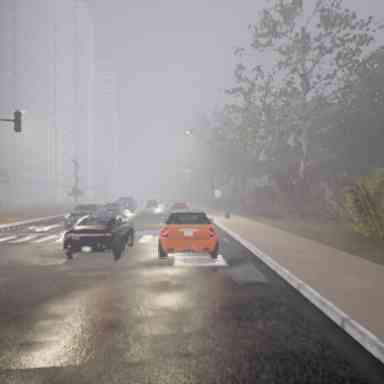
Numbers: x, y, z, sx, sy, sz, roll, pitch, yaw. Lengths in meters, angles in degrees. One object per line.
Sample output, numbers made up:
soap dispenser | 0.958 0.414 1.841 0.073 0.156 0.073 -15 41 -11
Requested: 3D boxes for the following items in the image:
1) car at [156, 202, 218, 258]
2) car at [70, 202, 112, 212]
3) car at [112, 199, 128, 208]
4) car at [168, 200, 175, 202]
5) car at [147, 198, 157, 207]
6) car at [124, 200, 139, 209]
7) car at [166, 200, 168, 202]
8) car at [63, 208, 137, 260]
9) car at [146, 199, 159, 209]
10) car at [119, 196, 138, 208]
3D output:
car | -0.177 1.467 13.436 2.097 1.767 4.553 0 -1 -2
car | -7.280 1.553 23.230 2.097 1.767 4.553 0 0 -3
car | -7.873 1.786 33.166 1.837 1.490 4.892 0 0 -4
car | -1.358 1.773 35.624 1.882 1.535 5.008 0 0 -4
car | -7.807 2.004 65.057 1.882 1.535 5.008 0 0 -7
car | -9.695 1.990 53.908 2.033 1.411 5.357 0 0 -7
car | -3.798 2.081 59.516 1.895 1.301 4.718 0 0 -7
car | -3.408 1.605 12.935 2.128 1.511 4.902 0 0 -2
car | -6.510 1.923 54.677 1.882 1.535 5.008 0 0 -7
car | -8.617 1.583 43.506 2.150 2.045 5.566 0 0 -5
